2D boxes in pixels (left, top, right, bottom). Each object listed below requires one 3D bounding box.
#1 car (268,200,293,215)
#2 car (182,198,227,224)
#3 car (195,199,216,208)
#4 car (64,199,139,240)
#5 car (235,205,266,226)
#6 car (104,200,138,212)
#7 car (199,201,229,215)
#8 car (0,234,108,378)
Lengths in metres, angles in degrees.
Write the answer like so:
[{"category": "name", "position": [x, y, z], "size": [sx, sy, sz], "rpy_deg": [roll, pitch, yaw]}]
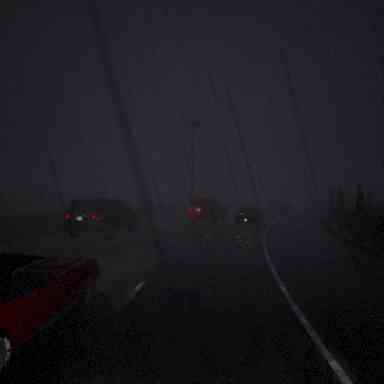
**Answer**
[{"category": "car", "position": [10.822, 1.797, 40.397], "size": [2.097, 1.767, 4.553], "rpy_deg": [0, -1, 28]}, {"category": "car", "position": [1.364, 1.499, 27.578], "size": [2.150, 2.045, 5.566], "rpy_deg": [0, -1, 18]}, {"category": "car", "position": [2.601, 2.117, 61.787], "size": [1.882, 1.535, 5.008], "rpy_deg": [0, -1, 30]}, {"category": "car", "position": [-4.772, 1.381, 18.348], "size": [2.150, 2.045, 5.566], "rpy_deg": [0, -1, 12]}, {"category": "car", "position": [4.591, 1.782, 26.083], "size": [1.837, 1.490, 4.892], "rpy_deg": [0, -1, 18]}, {"category": "car", "position": [-9.866, 1.906, 46.485], "size": [2.128, 1.511, 4.902], "rpy_deg": [0, -1, 26]}, {"category": "car", "position": [2.713, 1.882, 39.960], "size": [1.882, 1.535, 5.008], "rpy_deg": [0, -1, 25]}, {"category": "car", "position": [-3.097, 1.640, 5.296], "size": [1.895, 1.301, 4.718], "rpy_deg": [0, -1, 4]}]
